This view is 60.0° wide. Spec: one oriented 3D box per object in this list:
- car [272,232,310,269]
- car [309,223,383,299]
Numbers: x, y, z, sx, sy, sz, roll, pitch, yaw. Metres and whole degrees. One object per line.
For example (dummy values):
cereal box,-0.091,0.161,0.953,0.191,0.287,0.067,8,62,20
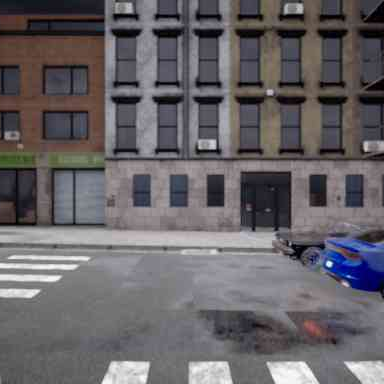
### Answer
car,5.001,1.625,10.404,4.718,1.301,1.895,1,0,0
car,5.539,1.519,7.462,5.008,1.535,1.882,1,0,0
